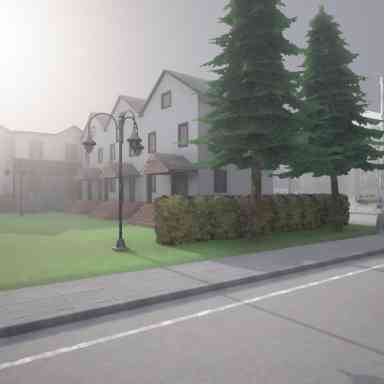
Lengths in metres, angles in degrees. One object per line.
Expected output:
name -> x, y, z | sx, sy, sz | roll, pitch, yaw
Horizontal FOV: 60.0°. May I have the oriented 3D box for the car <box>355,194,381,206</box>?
car -> 26.486, 1.097, 48.752 | 1.932, 1.855, 4.605 | 0, 0, -36
